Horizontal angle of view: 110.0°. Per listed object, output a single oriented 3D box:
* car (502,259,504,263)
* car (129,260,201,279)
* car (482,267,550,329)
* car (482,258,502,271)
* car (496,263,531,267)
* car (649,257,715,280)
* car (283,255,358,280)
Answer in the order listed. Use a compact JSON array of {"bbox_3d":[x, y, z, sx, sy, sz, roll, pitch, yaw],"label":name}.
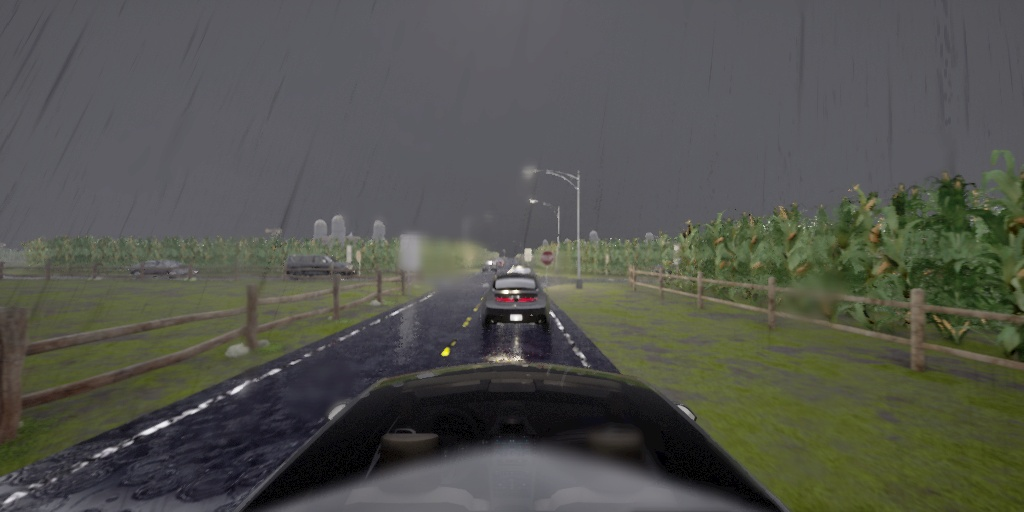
[{"bbox_3d":[-2.779,1.374,60.991,1.994,1.385,4.181,0,0,0],"label":"car"},{"bbox_3d":[-28.784,1.108,29.863,4.902,1.511,2.128,1,-1,1],"label":"car"},{"bbox_3d":[0.103,1.270,11.240,1.837,1.490,4.892,0,0,0],"label":"car"},{"bbox_3d":[-2.812,1.349,47.145,2.033,1.411,5.357,0,0,0],"label":"car"},{"bbox_3d":[0.638,1.326,22.161,2.033,1.411,5.357,0,0,8],"label":"car"},{"bbox_3d":[15.369,1.136,32.344,5.566,2.045,2.150,0,-1,1],"label":"car"},{"bbox_3d":[-15.841,0.911,29.746,5.566,2.045,2.150,0,-1,0],"label":"car"}]
